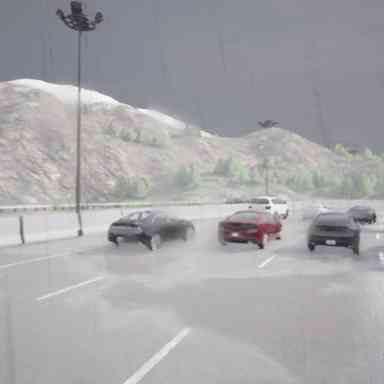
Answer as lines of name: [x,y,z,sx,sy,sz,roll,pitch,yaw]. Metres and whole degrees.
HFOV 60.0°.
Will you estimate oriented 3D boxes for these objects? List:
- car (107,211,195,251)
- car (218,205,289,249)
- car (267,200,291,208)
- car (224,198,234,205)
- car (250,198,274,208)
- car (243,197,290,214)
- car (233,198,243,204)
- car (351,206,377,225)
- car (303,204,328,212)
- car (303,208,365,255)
car: [-1.553,1.563,14.514,2.128,1.511,4.902,0,0,27]
car: [2.879,1.592,15.444,1.882,1.535,5.008,0,-1,28]
car: [15.077,2.066,57.519,1.895,1.301,4.718,0,0,43]
car: [8.320,1.958,65.635,1.837,1.490,4.892,0,0,43]
car: [12.704,1.952,60.092,2.128,1.511,4.902,0,0,43]
car: [6.882,1.455,29.409,2.150,2.045,5.566,0,0,33]
car: [10.363,2.056,62.697,1.895,1.301,4.718,0,0,43]
car: [14.080,1.846,27.591,1.994,1.385,4.181,0,0,34]
car: [11.191,1.794,29.573,1.812,1.442,4.674,0,0,33]
car: [6.208,1.638,14.248,1.837,1.490,4.892,0,-1,28]
